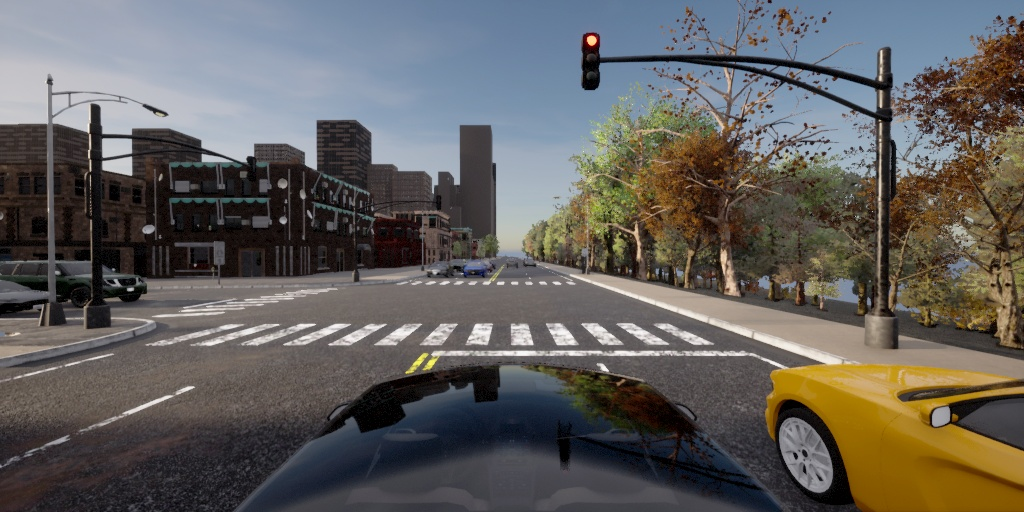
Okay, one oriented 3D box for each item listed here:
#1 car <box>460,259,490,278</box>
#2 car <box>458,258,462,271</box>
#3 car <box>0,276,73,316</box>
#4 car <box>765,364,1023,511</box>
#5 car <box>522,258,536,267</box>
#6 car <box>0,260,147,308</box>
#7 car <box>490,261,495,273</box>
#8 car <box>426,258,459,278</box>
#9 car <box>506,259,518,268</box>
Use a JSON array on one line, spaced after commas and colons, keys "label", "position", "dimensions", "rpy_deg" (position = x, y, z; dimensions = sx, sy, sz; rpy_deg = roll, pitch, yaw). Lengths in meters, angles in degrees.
[{"label": "car", "position": [-3.379, 1.218, 33.683], "dimensions": [1.882, 1.535, 5.008], "rpy_deg": [0, 0, 0]}, {"label": "car", "position": [-6.636, 1.088, 44.158], "dimensions": [2.097, 1.767, 4.553], "rpy_deg": [0, 0, 0]}, {"label": "car", "position": [-19.960, 1.565, 13.482], "dimensions": [4.313, 1.339, 1.948], "rpy_deg": [0, 0, 0]}, {"label": "car", "position": [3.351, 1.228, 1.378], "dimensions": [1.882, 1.535, 5.008], "rpy_deg": [0, 0, 0]}, {"label": "car", "position": [3.272, 1.290, 64.483], "dimensions": [1.994, 1.385, 4.181], "rpy_deg": [0, 0, 1]}, {"label": "car", "position": [-20.012, 1.194, 16.183], "dimensions": [5.566, 2.045, 2.150], "rpy_deg": [-1, 1, 0]}, {"label": "car", "position": [-3.384, 1.261, 44.076], "dimensions": [1.812, 1.442, 4.674], "rpy_deg": [0, 0, 0]}, {"label": "car", "position": [-6.628, 1.232, 33.462], "dimensions": [2.128, 1.511, 4.902], "rpy_deg": [0, 0, 0]}, {"label": "car", "position": [0.033, 1.218, 61.470], "dimensions": [2.128, 1.511, 4.902], "rpy_deg": [0, 0, 0]}]
